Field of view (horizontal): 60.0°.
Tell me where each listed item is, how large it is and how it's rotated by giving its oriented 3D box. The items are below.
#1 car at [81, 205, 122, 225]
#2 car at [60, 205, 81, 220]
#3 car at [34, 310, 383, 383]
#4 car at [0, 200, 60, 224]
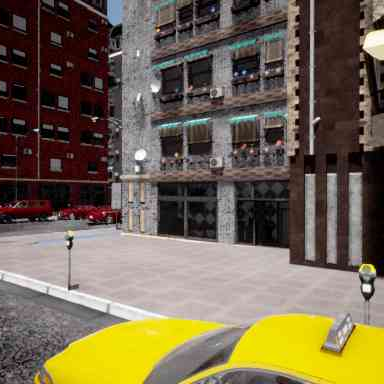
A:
[{"bbox_3d":[-6.516,1.867,28.370,1.882,1.535,5.008,0,-1,36],"label":"car"},{"bbox_3d":[-10.840,1.923,32.274,1.887,1.381,4.507,-1,-2,35],"label":"car"},{"bbox_3d":[0.754,1.525,2.338,4.829,1.417,1.752,0,0,36],"label":"car"},{"bbox_3d":[-14.136,1.591,27.635,2.192,1.841,5.009,-1,-2,35],"label":"car"}]
